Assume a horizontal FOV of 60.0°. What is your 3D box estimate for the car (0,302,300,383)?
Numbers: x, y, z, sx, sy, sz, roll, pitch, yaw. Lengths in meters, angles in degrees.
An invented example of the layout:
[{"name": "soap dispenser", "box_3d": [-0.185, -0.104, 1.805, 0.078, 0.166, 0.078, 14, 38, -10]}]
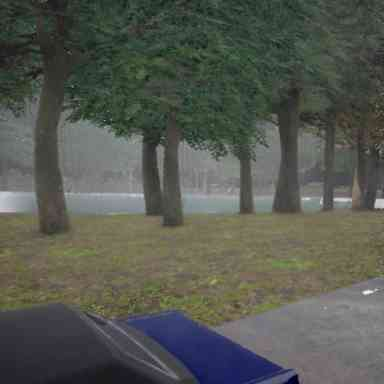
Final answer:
[{"name": "car", "box_3d": [-1.544, 1.598, 1.973, 4.718, 1.301, 1.895, 0, 0, -36]}]
